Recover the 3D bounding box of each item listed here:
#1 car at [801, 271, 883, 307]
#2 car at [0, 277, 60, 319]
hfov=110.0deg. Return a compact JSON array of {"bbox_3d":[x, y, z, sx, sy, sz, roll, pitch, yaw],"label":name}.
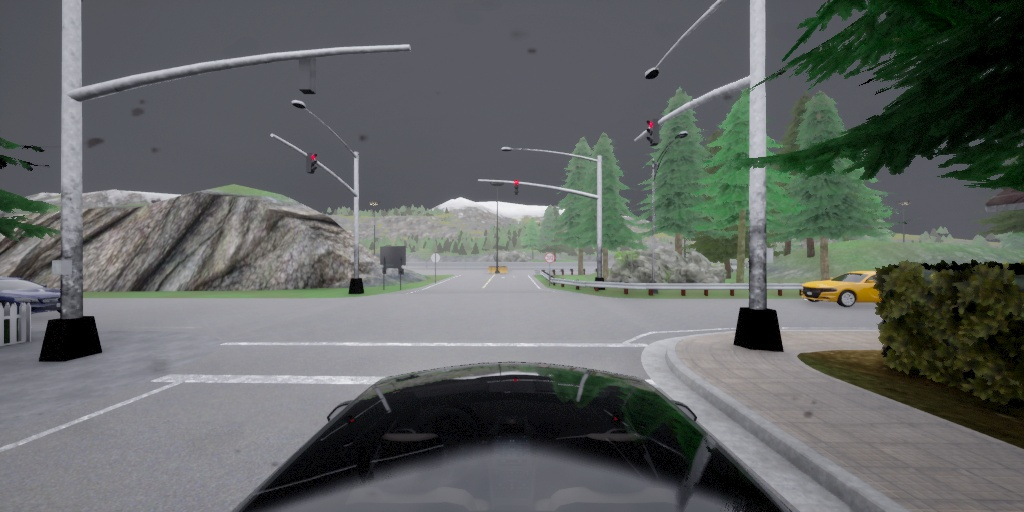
[{"bbox_3d":[15.954,1.419,16.204,5.008,1.535,1.882,0,0,0],"label":"car"},{"bbox_3d":[-18.279,1.467,12.689,4.674,1.442,1.812,0,0,0],"label":"car"}]
